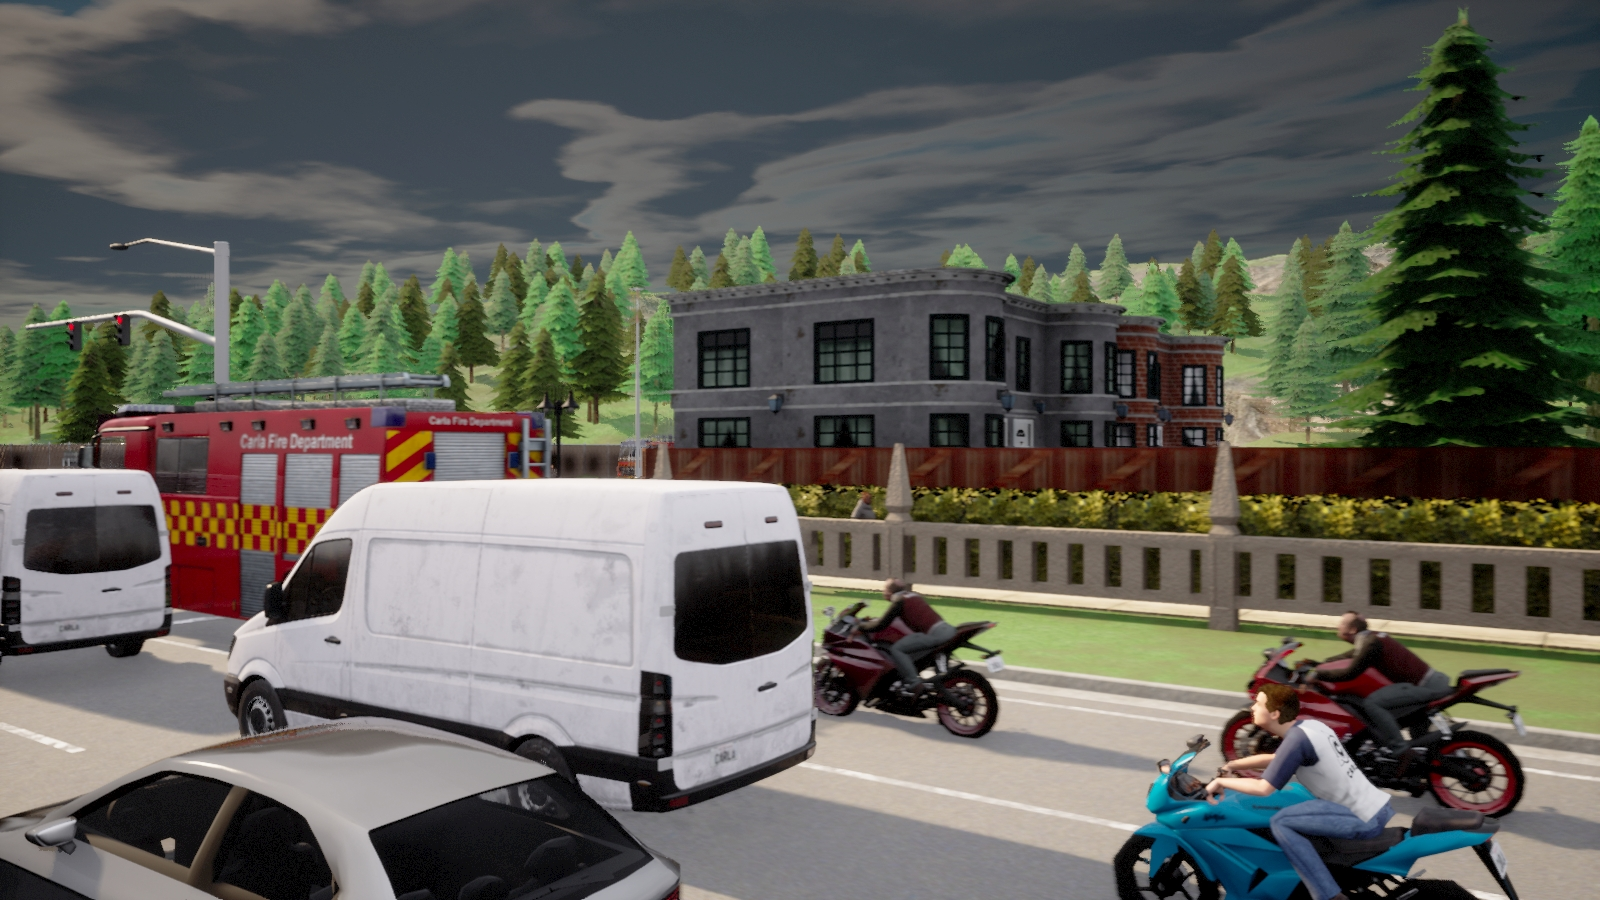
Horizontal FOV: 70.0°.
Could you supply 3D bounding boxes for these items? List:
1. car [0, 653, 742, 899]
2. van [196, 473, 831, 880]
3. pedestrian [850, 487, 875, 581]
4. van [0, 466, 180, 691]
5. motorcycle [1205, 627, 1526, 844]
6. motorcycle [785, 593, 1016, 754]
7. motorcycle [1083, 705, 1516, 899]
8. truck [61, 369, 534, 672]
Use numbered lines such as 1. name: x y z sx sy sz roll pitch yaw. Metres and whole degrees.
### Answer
1. car: -2.497 2.065 5.539 4.193 1.474 1.816 0 0 35
2. van: -2.748 1.533 9.983 5.915 2.561 1.988 0 0 35
3. pedestrian: 1.270 1.695 23.075 0.375 1.860 0.375 0 0 30
4. van: -11.110 1.533 15.845 5.915 2.561 1.988 0 0 35
5. motorcycle: 4.514 2.205 9.198 2.209 1.251 0.867 0 0 35
6. motorcycle: 0.997 2.204 11.637 2.209 1.251 0.867 0 0 35
7. motorcycle: 2.660 2.186 6.197 2.033 1.199 0.803 0 0 35
8. truck: -8.213 0.889 18.087 8.468 3.827 2.891 0 0 35
